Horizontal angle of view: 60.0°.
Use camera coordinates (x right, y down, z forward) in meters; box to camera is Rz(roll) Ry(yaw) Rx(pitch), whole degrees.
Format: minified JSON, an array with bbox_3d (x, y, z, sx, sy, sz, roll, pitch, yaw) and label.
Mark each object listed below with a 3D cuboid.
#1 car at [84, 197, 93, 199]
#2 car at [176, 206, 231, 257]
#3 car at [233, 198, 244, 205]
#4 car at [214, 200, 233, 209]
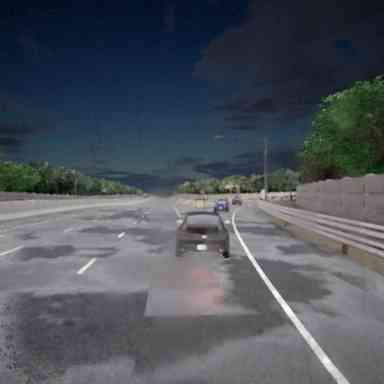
[{"bbox_3d":[-28.063,2.479,89.675,2.150,2.045,5.566,0,-2,-4],"label":"car"},{"bbox_3d":[0.447,1.506,12.976,1.837,1.490,4.892,0,0,3],"label":"car"},{"bbox_3d":[9.028,1.858,65.496,1.837,1.490,4.892,0,0,15],"label":"car"},{"bbox_3d":[3.818,1.739,42.251,1.812,1.442,4.674,0,0,10],"label":"car"}]
